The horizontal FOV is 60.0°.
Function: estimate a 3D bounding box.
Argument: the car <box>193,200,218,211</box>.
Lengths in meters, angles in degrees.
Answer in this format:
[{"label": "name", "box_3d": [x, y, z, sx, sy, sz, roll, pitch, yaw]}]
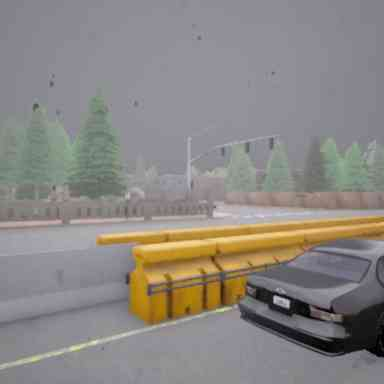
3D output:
[{"label": "car", "box_3d": [1.096, 1.725, 43.818, 2.033, 1.411, 5.357, 0, 0, -35]}]

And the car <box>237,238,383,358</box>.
[{"label": "car", "box_3d": [3.287, 1.589, 6.063, 5.357, 1.411, 2.033, 0, 0, -35]}]
